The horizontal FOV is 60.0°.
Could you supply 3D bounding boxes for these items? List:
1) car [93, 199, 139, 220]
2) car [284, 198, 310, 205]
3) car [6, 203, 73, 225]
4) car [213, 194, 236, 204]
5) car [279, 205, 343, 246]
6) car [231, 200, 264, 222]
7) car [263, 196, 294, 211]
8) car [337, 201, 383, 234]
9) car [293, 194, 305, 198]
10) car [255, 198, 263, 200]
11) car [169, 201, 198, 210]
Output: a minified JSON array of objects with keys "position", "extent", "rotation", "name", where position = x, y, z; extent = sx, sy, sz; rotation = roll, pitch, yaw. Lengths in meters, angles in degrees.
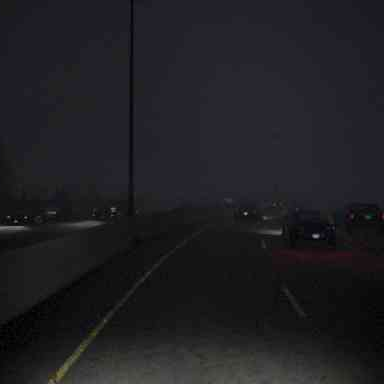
[{"position":[-6.269,1.369,27.706],"extent":[2.097,1.767,4.553],"rotation":[0,0,17],"name":"car"},{"position":[10.727,1.609,33.226],"extent":[1.994,1.385,4.181],"rotation":[0,0,22],"name":"car"},{"position":[-10.876,1.549,24.309],"extent":[2.033,1.411,5.357],"rotation":[0,0,14],"name":"car"},{"position":[6.051,1.389,60.776],"extent":[2.150,2.045,5.566],"rotation":[0,-1,36],"name":"car"},{"position":[5.265,1.537,15.290],"extent":[1.812,1.442,4.674],"rotation":[0,0,10],"name":"car"},{"position":[4.642,1.589,26.842],"extent":[1.994,1.385,4.181],"rotation":[0,0,18],"name":"car"},{"position":[10.903,1.577,41.683],"extent":[2.163,1.488,4.792],"rotation":[0,0,27],"name":"car"},{"position":[9.842,1.372,19.728],"extent":[2.097,1.767,4.553],"rotation":[0,0,13],"name":"car"},{"position":[21.795,1.196,68.929],"extent":[2.097,1.767,4.553],"rotation":[0,-1,41],"name":"car"},{"position":[12.912,1.796,63.990],"extent":[1.895,1.301,4.718],"rotation":[0,0,40],"name":"car"},{"position":[-0.610,1.640,33.727],"extent":[1.895,1.301,4.718],"rotation":[0,0,21],"name":"car"}]
